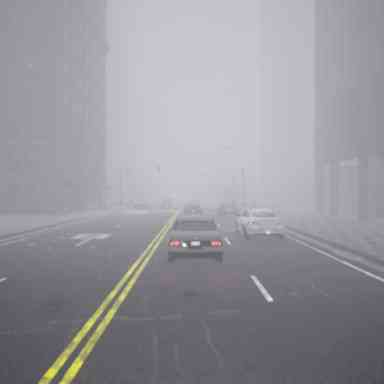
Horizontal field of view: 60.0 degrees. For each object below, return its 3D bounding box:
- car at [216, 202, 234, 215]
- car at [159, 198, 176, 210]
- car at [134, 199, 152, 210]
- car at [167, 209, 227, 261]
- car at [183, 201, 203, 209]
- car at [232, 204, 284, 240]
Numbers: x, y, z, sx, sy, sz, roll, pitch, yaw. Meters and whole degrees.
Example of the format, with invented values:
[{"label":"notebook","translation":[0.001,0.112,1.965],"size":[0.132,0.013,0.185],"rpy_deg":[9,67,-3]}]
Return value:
[{"label":"car","translation":[3.358,1.600,32.072],"size":[1.994,1.385,4.181],"rpy_deg":[0,0,0]},{"label":"car","translation":[-3.264,1.561,44.950],"size":[1.837,1.490,4.892],"rpy_deg":[0,-1,1]},{"label":"car","translation":[-6.517,1.654,44.616],"size":[1.895,1.301,4.718],"rpy_deg":[0,0,1]},{"label":"car","translation":[0.103,1.560,12.257],"size":[2.033,1.411,5.357],"rpy_deg":[0,0,0]},{"label":"car","translation":[0.108,1.562,32.430],"size":[1.812,1.442,4.674],"rpy_deg":[0,0,0]},{"label":"car","translation":[3.367,1.543,16.957],"size":[1.812,1.442,4.674],"rpy_deg":[0,0,0]}]
